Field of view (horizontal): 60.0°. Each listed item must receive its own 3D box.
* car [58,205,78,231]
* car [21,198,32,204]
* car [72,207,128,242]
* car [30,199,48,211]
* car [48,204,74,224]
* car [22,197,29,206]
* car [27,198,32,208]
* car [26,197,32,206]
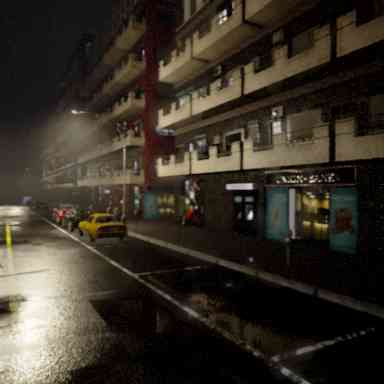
[{"bbox_3d":[-7.416,1.780,22.122,1.947,1.339,4.313,0,0,-29],"label":"car"},{"bbox_3d":[-40.223,2.250,80.794,2.008,1.369,4.403,0,0,-29],"label":"car"},{"bbox_3d":[-4.765,1.701,17.381,1.752,1.417,4.829,0,0,-29],"label":"car"},{"bbox_3d":[-21.086,1.981,46.568,1.947,1.339,4.313,0,0,-29],"label":"car"},{"bbox_3d":[-10.150,1.694,27.012,1.967,1.590,4.097,0,0,-29],"label":"car"},{"bbox_3d":[-32.023,2.017,66.127,1.967,1.590,4.097,0,0,-29],"label":"car"},{"bbox_3d":[-23.820,2.006,51.459,2.008,1.369,4.403,0,0,-29],"label":"car"},{"bbox_3d":[-26.637,2.022,56.496,1.752,1.417,4.829,0,0,-29],"label":"car"}]
